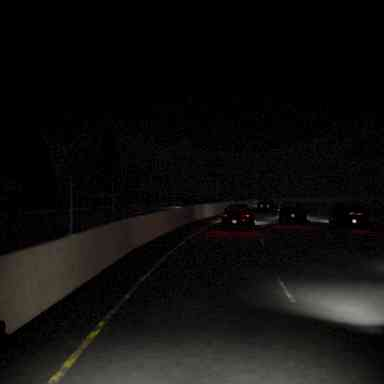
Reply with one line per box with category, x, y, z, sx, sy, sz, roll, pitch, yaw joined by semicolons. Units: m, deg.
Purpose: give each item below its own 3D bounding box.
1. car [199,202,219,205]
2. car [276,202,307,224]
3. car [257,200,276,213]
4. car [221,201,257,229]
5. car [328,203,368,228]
car;3.277;1.556;50.932;2.033;1.411;5.357;0;0;30
car;7.655;1.480;25.224;1.882;1.535;5.008;0;0;17
car;8.430;1.550;37.469;2.033;1.411;5.357;0;0;25
car;3.031;1.527;21.572;1.812;1.442;4.674;0;0;14
car;10.503;1.507;22.551;1.837;1.490;4.892;0;0;15
